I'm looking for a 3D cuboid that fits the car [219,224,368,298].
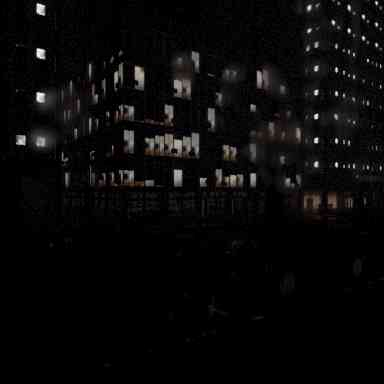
[{"bbox_3d":[2.711,1.545,8.481,4.507,1.381,1.887,0,0,-35],"label":"car"}]
